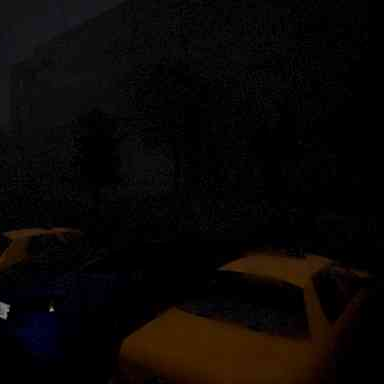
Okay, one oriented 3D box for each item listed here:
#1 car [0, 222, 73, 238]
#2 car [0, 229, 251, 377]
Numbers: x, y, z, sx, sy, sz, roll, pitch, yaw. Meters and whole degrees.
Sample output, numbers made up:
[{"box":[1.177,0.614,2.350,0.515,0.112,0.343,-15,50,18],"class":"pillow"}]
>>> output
[{"box":[-3.205,1.473,7.795,1.946,1.575,5.366,0,0,36],"class":"car"},{"box":[-1.022,1.507,6.046,2.163,1.488,4.792,0,0,36],"class":"car"}]
